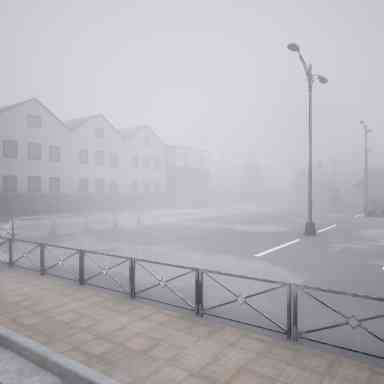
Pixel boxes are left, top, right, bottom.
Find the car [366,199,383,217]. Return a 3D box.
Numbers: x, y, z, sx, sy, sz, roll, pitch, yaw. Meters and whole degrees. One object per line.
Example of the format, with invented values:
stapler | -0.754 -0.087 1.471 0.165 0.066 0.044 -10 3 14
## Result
car | 15.327 1.298 26.875 2.007 1.523 4.514 0 0 35
